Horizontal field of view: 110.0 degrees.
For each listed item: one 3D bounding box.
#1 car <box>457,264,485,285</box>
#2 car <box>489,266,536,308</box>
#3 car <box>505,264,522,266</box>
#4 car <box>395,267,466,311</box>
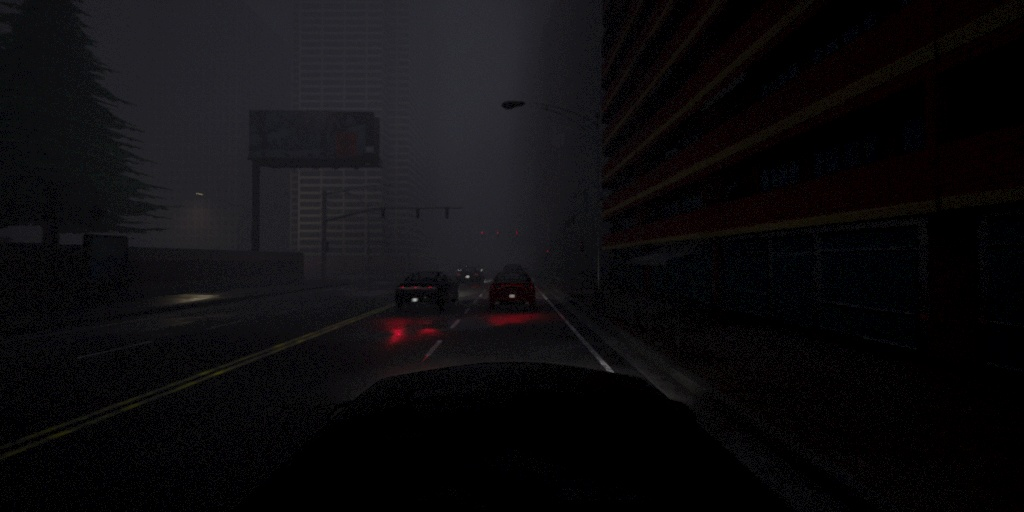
[{"bbox_3d":[-3.483,1.627,30.184,1.994,1.385,4.181,0,-1,0],"label":"car"},{"bbox_3d":[0.021,1.385,16.091,1.882,1.535,5.008,0,0,0],"label":"car"},{"bbox_3d":[0.207,1.414,30.235,2.097,1.767,4.553,0,-1,5],"label":"car"},{"bbox_3d":[-3.485,1.393,15.340,2.128,1.511,4.902,0,0,0],"label":"car"}]
